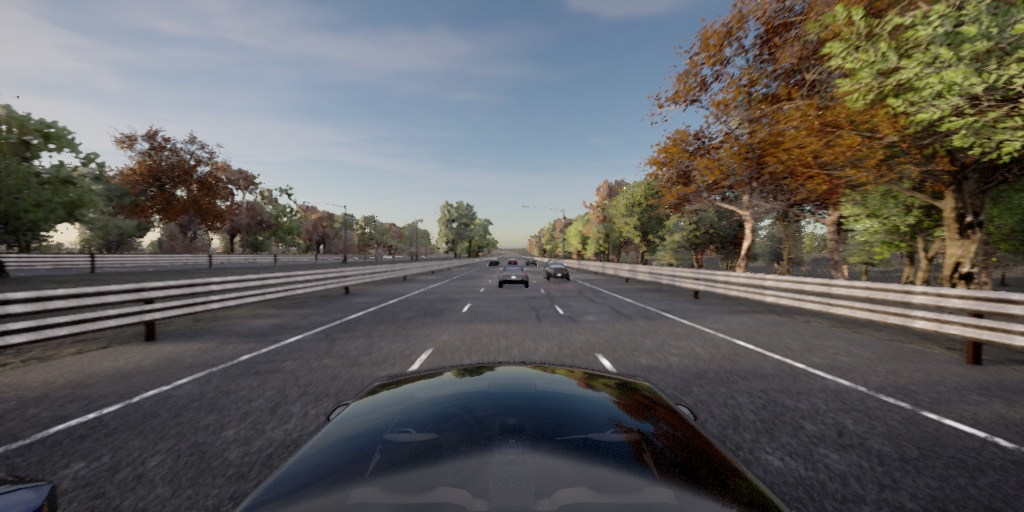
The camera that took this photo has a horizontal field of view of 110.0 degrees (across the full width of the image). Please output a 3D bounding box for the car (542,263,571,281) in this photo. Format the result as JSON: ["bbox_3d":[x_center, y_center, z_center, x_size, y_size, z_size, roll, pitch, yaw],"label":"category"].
[{"bbox_3d":[3.605,1.267,29.662,1.812,1.442,4.674,0,0,0],"label":"car"}]

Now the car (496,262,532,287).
[{"bbox_3d":[0.107,1.307,24.580,1.994,1.385,4.181,0,0,0],"label":"car"}]
